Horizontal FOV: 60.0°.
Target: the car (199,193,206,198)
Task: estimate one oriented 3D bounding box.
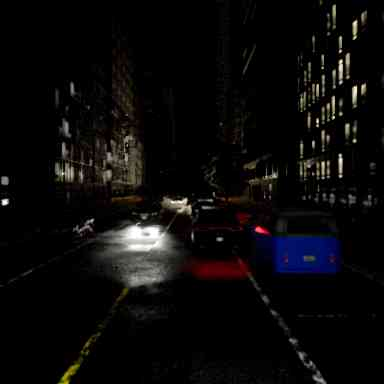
[{"bbox_3d":[2.915,0.953,94.917,1.887,1.381,4.507,0,0,0],"label":"car"}]

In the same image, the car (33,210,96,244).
[{"bbox_3d":[-5.655,1.498,15.247,1.802,1.307,4.206,0,0,0],"label":"car"}]

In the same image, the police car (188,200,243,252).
[{"bbox_3d":[0.932,1.351,13.665,1.930,1.638,5.238,0,0,0],"label":"police car"}]

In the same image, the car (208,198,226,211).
[{"bbox_3d":[2.779,1.376,37.994,1.802,1.307,4.206,0,0,0],"label":"car"}]

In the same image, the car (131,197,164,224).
[{"bbox_3d":[-3.044,1.363,23.613,2.128,1.511,4.902,0,0,0],"label":"car"}]

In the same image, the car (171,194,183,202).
[{"bbox_3d":[-2.867,1.148,64.796,1.812,1.442,4.674,0,0,1],"label":"car"}]

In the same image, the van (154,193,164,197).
[{"bbox_3d":[-5.560,1.031,55.093,1.690,1.788,3.998,0,0,0],"label":"van"}]

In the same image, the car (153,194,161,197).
[{"bbox_3d":[-5.588,1.311,43.710,2.008,1.369,4.403,0,0,0],"label":"car"}]

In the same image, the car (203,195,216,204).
[{"bbox_3d":[2.820,1.242,55.071,2.008,1.369,4.403,0,0,0],"label":"car"}]

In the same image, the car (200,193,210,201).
[{"bbox_3d":[2.861,1.014,72.147,1.967,1.590,4.097,0,0,0],"label":"car"}]

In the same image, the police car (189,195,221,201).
[{"bbox_3d":[0.955,1.297,23.665,1.930,1.638,5.238,0,0,0],"label":"police car"}]

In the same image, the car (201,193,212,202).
[{"bbox_3d":[2.847,1.053,66.455,1.967,1.590,4.097,0,0,0],"label":"car"}]

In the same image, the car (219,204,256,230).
[{"bbox_3d":[2.739,1.469,20.916,1.802,1.307,4.206,0,0,0],"label":"car"}]

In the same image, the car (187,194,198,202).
[{"bbox_3d":[0.151,1.175,64.303,2.033,1.411,5.357,0,0,0],"label":"car"}]

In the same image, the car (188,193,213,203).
[{"bbox_3d":[0.969,1.065,29.584,2.150,2.045,5.566,0,0,0],"label":"car"}]

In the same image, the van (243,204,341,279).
[{"bbox_3d":[2.712,1.289,9.531,1.690,1.788,3.998,0,0,0],"label":"van"}]

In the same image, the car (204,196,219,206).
[{"bbox_3d":[2.807,1.279,49.378,2.008,1.369,4.403,0,0,0],"label":"car"}]
